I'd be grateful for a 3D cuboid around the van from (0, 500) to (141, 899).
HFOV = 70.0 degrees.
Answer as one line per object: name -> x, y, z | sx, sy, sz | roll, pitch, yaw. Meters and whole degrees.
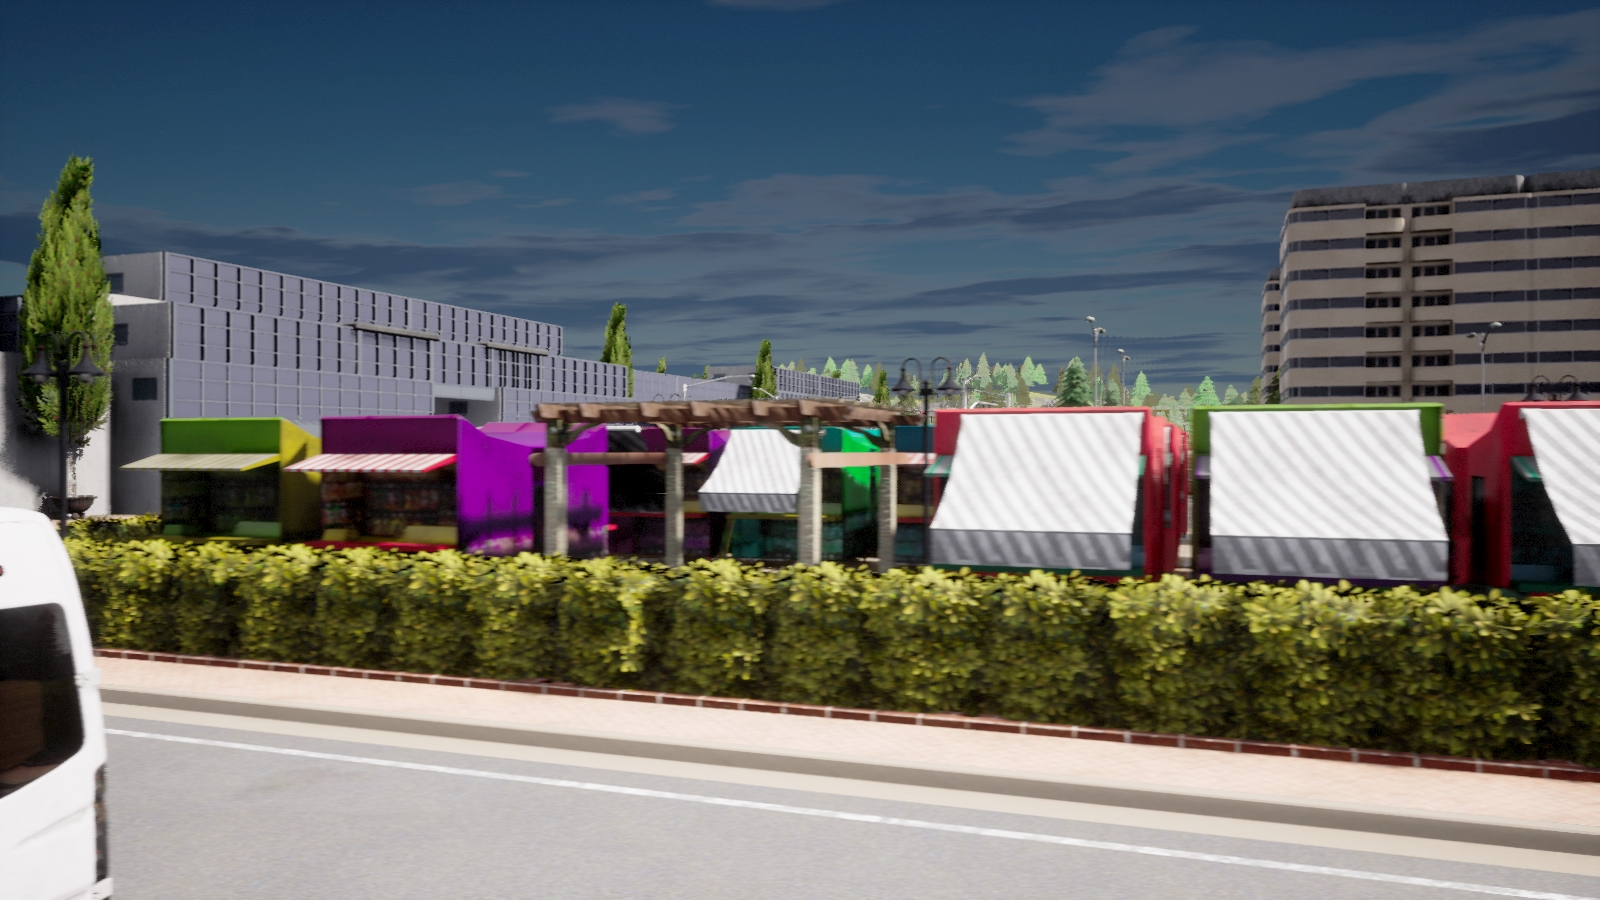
van -> -6.305, 1.534, 5.595 | 5.915, 2.561, 1.988 | 0, 0, 20
